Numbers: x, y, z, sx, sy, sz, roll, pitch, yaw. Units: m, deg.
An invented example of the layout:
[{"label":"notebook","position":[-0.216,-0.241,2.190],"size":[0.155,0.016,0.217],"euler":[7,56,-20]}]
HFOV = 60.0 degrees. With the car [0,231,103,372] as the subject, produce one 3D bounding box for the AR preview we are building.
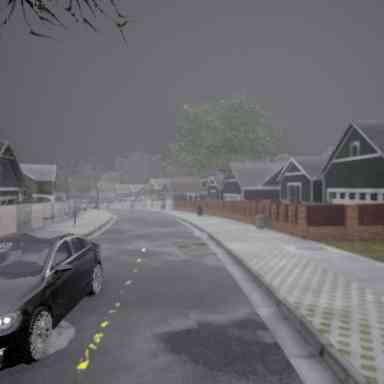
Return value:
[{"label":"car","position":[-2.957,1.527,5.938],"size":[2.128,1.511,4.902],"euler":[0,0,-1]}]
